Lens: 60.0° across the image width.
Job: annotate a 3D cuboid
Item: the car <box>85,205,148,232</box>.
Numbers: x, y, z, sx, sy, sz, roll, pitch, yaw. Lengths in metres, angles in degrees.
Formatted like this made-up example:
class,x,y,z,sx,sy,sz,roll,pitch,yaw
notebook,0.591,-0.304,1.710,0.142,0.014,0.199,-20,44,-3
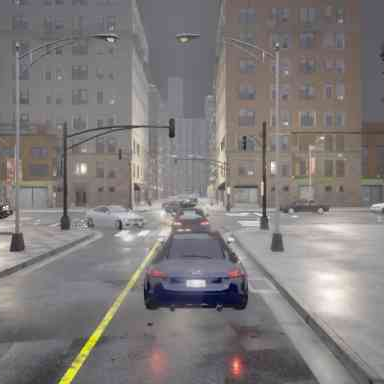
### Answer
class,x,y,z,sx,sy,sz,roll,pitch,yaw
car,-4.728,1.531,20.398,4.674,1.442,1.812,-1,-1,40

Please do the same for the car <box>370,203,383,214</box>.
class,x,y,z,sx,sy,sz,roll,pitch,yaw
car,20.442,1.439,33.372,4.674,1.442,1.812,0,0,0

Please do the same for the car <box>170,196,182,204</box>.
class,x,y,z,sx,sy,sz,roll,pitch,yaw
car,-3.074,1.586,65.778,2.033,1.411,5.357,0,0,1

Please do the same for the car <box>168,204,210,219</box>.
class,x,y,z,sx,sy,sz,roll,pitch,yaw
car,-0.085,1.525,16.551,1.812,1.442,4.674,0,0,-1

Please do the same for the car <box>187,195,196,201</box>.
class,x,y,z,sx,sy,sz,roll,pitch,yaw
car,-0.103,1.583,86.314,2.128,1.511,4.902,0,0,0

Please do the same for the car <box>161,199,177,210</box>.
class,x,y,z,sx,sy,sz,roll,pitch,yaw
car,-3.072,1.617,44.848,1.895,1.301,4.718,0,0,0

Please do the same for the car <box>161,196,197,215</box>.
class,x,y,z,sx,sy,sz,roll,pitch,yaw
car,-1.028,1.495,33.393,2.128,1.511,4.902,0,0,22

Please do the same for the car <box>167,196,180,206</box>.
class,x,y,z,sx,sy,sz,roll,pitch,yaw
car,-3.098,1.505,55.140,1.882,1.535,5.008,0,0,0

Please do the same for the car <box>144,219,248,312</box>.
class,x,y,z,sx,sy,sz,roll,pitch,yaw
car,0.084,1.564,7.807,1.994,1.385,4.181,0,0,0

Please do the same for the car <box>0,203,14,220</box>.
class,x,y,z,sx,sy,sz,roll,pitch,yaw
car,-17.304,1.281,26.443,5.566,2.045,2.150,0,0,0

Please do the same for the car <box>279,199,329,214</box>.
class,x,y,z,sx,sy,sz,roll,pitch,yaw
car,11.161,1.450,33.319,4.892,1.490,1.837,0,0,0
